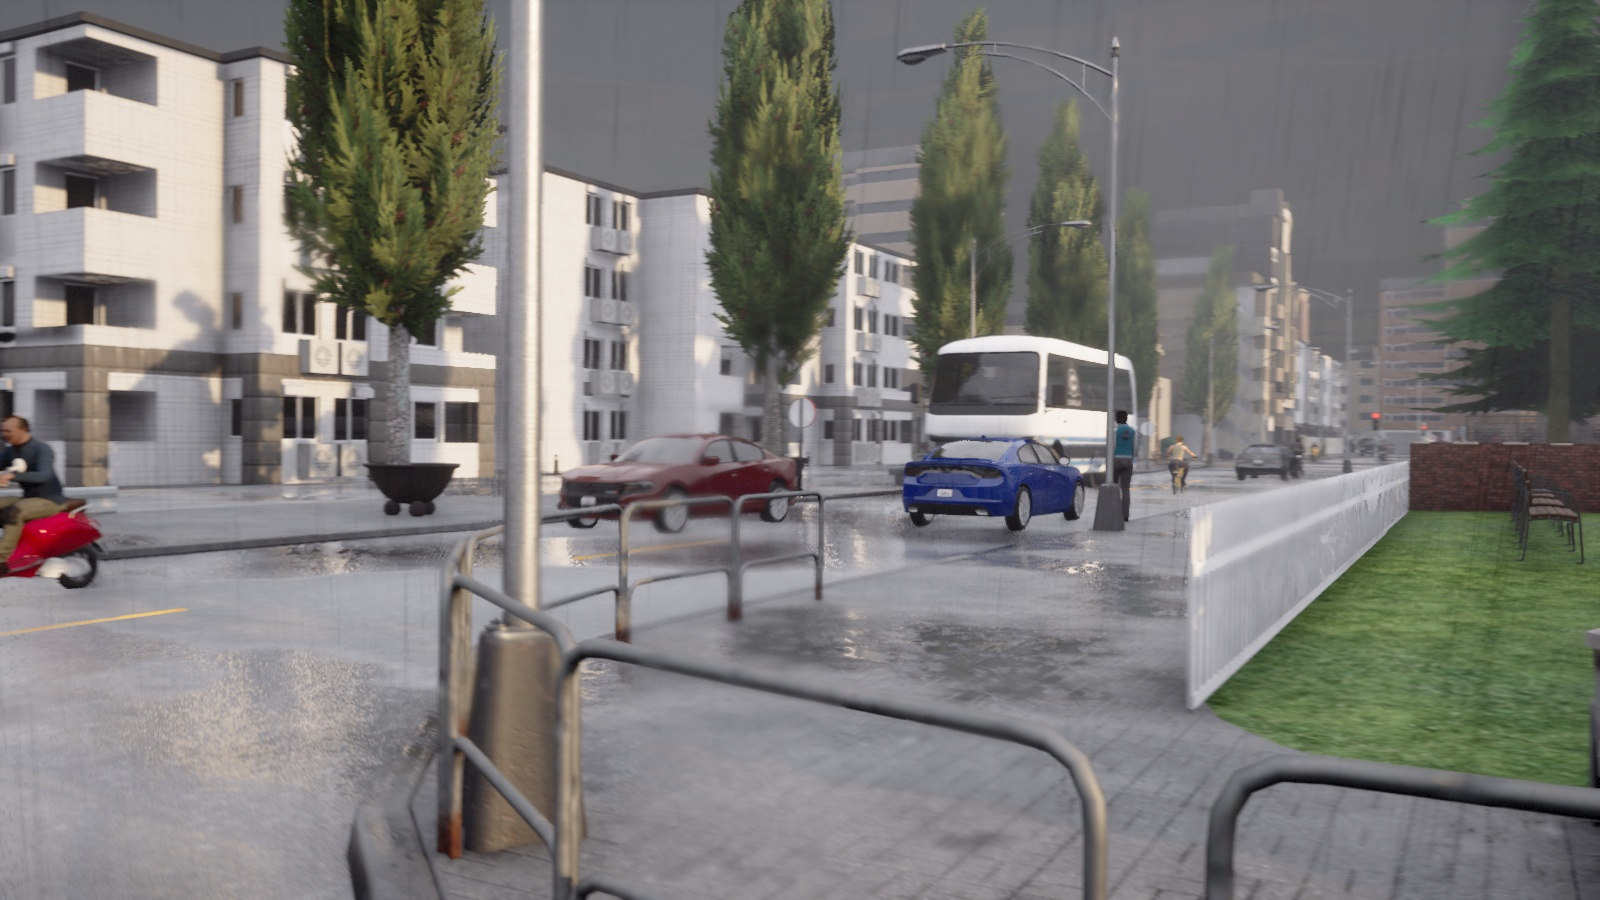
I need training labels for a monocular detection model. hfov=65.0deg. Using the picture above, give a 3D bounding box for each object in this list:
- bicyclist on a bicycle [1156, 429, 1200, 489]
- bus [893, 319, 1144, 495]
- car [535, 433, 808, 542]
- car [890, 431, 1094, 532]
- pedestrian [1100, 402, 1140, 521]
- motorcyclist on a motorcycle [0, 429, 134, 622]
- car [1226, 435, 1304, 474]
[{"bbox_3d":[10.346,0.225,34.339,0.866,1.612,1.509,0,1,29],"label":"bicyclist on a bicycle"},{"bbox_3d":[6.585,-1.079,35.792,3.944,4.253,10.273,0,0,29],"label":"bus"},{"bbox_3d":[-1.893,0.501,20.351,1.882,1.535,5.008,0,1,29],"label":"car"},{"bbox_3d":[3.476,0.449,21.823,1.882,1.535,5.008,0,1,29],"label":"car"},{"bbox_3d":[5.270,0.177,20.704,0.396,1.930,0.692,0,1,-9],"label":"pedestrian"},{"bbox_3d":[-6.857,0.615,10.846,0.866,1.590,1.817,1,1,22],"label":"motorcyclist on a motorcycle"},{"bbox_3d":[17.830,0.137,47.959,2.033,1.411,5.357,0,1,29],"label":"car"}]
